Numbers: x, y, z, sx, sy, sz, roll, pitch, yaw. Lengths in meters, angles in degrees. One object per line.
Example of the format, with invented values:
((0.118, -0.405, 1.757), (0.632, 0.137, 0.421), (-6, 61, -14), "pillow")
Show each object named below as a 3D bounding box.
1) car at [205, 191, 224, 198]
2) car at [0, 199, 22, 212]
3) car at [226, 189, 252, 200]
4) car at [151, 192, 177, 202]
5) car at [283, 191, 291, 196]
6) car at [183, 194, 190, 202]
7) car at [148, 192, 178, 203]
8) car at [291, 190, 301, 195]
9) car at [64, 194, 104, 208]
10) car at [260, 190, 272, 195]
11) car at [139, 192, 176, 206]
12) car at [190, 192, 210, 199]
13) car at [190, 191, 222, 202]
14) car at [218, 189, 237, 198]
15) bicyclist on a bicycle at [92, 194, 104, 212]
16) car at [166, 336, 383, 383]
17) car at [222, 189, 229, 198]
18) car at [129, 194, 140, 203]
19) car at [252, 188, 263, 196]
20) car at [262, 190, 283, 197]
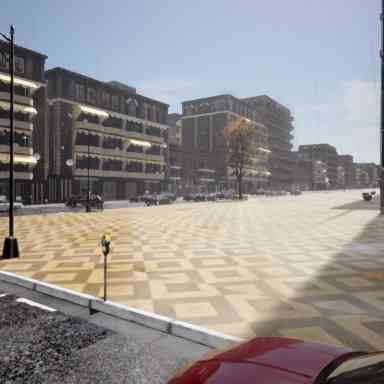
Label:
((4.745, 0.529, 69.923), (1.752, 1.417, 4.829), (2, 2, 35), "car")
((-18.797, 1.330, 31.412), (1.895, 1.301, 4.718), (1, 1, 35), "car")
((8.657, 0.678, 60.853), (1.752, 1.417, 4.829), (2, 2, 35), "car")
((-4.671, 0.811, 56.330), (2.008, 1.369, 4.403), (2, 2, 35), "car")
((21.244, 0.362, 79.025), (2.008, 1.369, 4.403), (2, 2, 35), "car")
((0.760, 0.834, 54.105), (2.033, 1.411, 5.357), (1, 1, 35), "car")
((-4.468, 0.826, 52.046), (2.128, 1.511, 4.902), (1, 1, 35), "car")
((27.587, 0.081, 88.178), (1.967, 1.590, 4.097), (2, 2, 35), "car")
((-12.903, 1.072, 39.914), (1.837, 1.490, 4.892), (1, 1, 35), "car")
((20.697, 0.118, 92.953), (1.887, 1.381, 4.507), (2, 2, 35), "car")
((-4.125, 1.053, 42.402), (2.008, 1.369, 4.403), (2, 2, 35), "car")
((1.671, 0.653, 65.486), (1.947, 1.339, 4.313), (2, 2, 35), "car")
((2.217, 0.879, 51.558), (2.008, 1.369, 4.403), (2, 2, 35), "car")
((8.016, 0.230, 74.636), (2.192, 1.841, 5.009), (2, 2, 35), "car")
((-8.694, 1.020, 30.646), (1.656, 1.620, 0.582), (0, 1, 35), "bicyclist on a bicycle")
((1.756, 1.545, 1.612), (4.507, 1.381, 1.887), (0, 0, 36), "car")
((6.619, 0.673, 62.656), (2.033, 1.411, 5.357), (1, 1, 35), "car")
((-7.842, 0.913, 51.752), (1.947, 1.339, 4.313), (2, 2, 35), "car")
((17.529, -0.026, 88.369), (2.192, 1.841, 5.009), (2, 2, 35), "car")
((18.073, 0.448, 74.448), (2.008, 1.369, 4.403), (2, 2, 35), "car")
